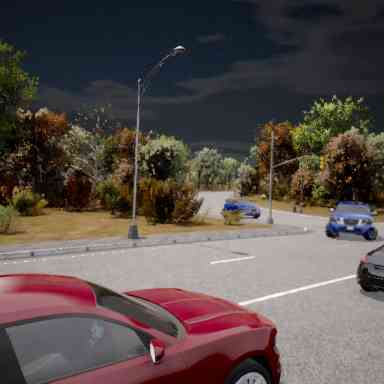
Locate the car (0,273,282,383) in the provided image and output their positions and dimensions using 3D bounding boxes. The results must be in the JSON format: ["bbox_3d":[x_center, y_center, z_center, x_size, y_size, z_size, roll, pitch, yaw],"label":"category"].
[{"bbox_3d":[-1.349,1.479,2.783,5.008,1.535,1.882,0,0,-36],"label":"car"}]

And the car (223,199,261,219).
[{"bbox_3d":[5.470,1.849,37.162,2.150,2.045,5.566,3,0,-22],"label":"car"}]

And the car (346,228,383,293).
[{"bbox_3d":[5.800,1.665,7.936,4.181,1.385,1.994,1,-1,-35],"label":"car"}]

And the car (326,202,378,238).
[{"bbox_3d":[9.506,1.621,19.580,2.150,2.045,5.566,3,0,29],"label":"car"}]
